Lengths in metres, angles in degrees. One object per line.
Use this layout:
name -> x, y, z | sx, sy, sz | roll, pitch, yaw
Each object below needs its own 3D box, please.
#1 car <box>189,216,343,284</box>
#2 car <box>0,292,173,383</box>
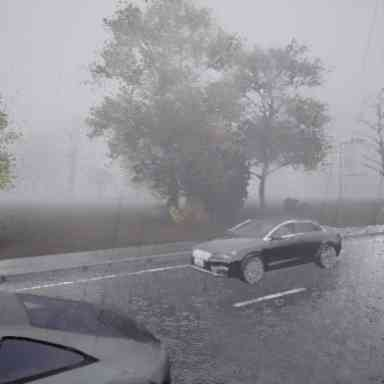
car -> 2.242, 1.465, 9.501 | 4.902, 1.511, 2.128 | 0, 0, -32
car -> -2.165, 1.555, 2.323 | 4.181, 1.385, 1.994 | 0, 0, -35
